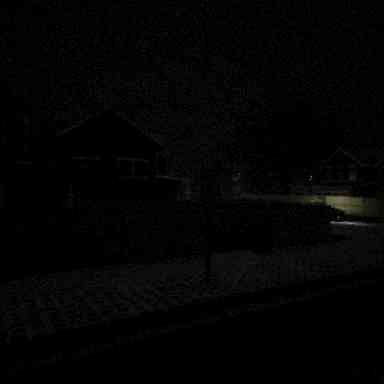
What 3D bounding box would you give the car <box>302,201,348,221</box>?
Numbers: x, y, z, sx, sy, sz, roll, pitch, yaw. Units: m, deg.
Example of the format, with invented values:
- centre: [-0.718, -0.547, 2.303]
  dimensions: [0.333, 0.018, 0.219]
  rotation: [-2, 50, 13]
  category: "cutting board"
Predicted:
- centre: [9.765, 1.420, 26.409]
  dimensions: [2.033, 1.411, 5.357]
  rotation: [1, 0, -16]
  category: "car"
